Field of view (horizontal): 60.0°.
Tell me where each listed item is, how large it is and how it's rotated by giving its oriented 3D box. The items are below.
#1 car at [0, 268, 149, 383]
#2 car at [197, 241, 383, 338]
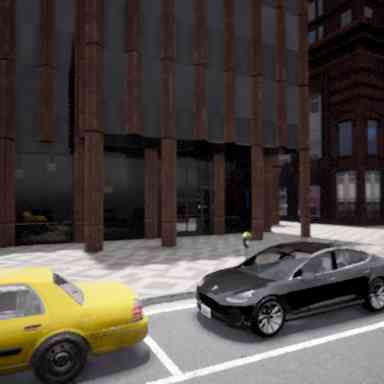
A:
[{"bbox_3d":[-3.006,1.642,4.231,4.829,1.417,1.752,0,-2,-26],"label":"car"},{"bbox_3d":[2.195,1.729,6.809,4.313,1.339,1.947,1,-2,-26],"label":"car"}]
